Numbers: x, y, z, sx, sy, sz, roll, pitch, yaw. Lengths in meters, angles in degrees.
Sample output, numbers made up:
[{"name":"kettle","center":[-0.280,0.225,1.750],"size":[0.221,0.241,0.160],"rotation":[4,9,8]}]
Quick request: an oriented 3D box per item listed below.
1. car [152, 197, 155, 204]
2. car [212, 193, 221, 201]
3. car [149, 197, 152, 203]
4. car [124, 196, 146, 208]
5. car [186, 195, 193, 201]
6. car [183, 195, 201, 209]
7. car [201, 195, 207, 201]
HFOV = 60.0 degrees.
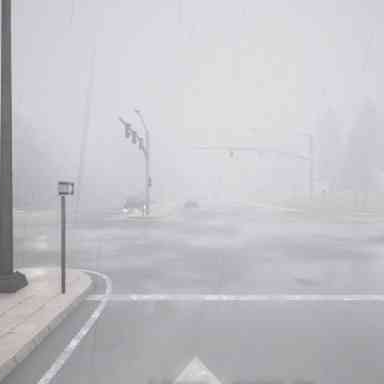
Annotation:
[{"name":"car","center":[-8.430,1.601,65.690],"size":[1.895,1.301,4.718],"rotation":[0,0,0]},{"name":"car","center":[6.307,1.225,85.865],"size":[2.150,2.045,5.566],"rotation":[0,0,-1]},{"name":"car","center":[-8.340,1.505,55.746],"size":[1.837,1.490,4.892],"rotation":[0,0,-1]},{"name":"car","center":[-8.220,1.352,46.712],"size":[2.097,1.767,4.553],"rotation":[0,0,-1]},{"name":"car","center":[-0.693,1.500,85.801],"size":[1.837,1.490,4.892],"rotation":[0,0,-1]},{"name":"car","center":[-0.094,1.526,44.757],"size":[1.812,1.442,4.674],"rotation":[0,0,-1]},{"name":"car","center":[2.807,1.524,85.860],"size":[1.812,1.442,4.674],"rotation":[0,0,-1]}]
